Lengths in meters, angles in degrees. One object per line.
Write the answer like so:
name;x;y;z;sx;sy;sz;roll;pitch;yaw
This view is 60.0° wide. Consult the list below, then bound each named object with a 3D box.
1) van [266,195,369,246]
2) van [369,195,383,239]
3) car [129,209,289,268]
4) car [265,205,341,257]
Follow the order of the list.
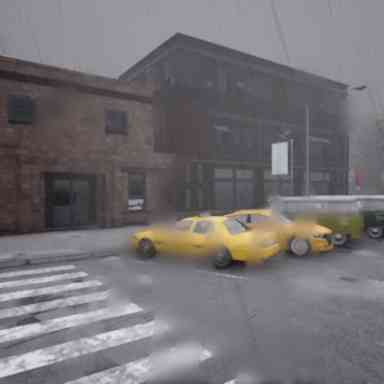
van;5.113;1.190;14.753;4.442;1.987;1.878;-1;0;34
van;7.537;1.153;16.522;4.442;1.987;1.878;-1;0;34
car;0.219;1.480;11.260;5.366;1.575;1.946;-1;0;34
car;2.796;1.451;12.931;5.008;1.535;2.097;-1;-1;34
